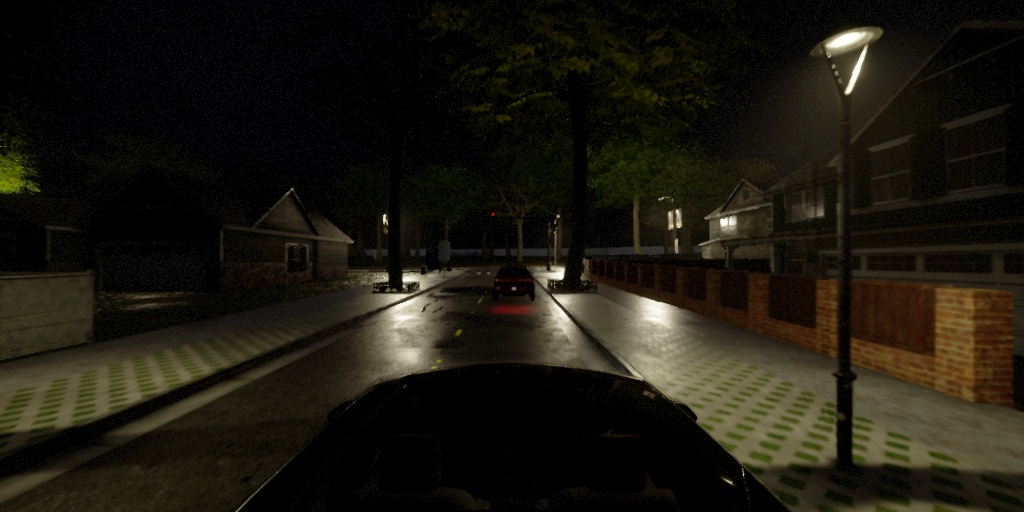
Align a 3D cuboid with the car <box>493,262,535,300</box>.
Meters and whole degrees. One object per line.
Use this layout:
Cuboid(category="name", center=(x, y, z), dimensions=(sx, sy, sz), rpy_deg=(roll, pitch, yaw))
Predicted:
Cuboid(category="car", center=(0.079, 1.191, 17.539), dimensions=(1.882, 1.535, 5.008), rpy_deg=(0, 0, 0))
